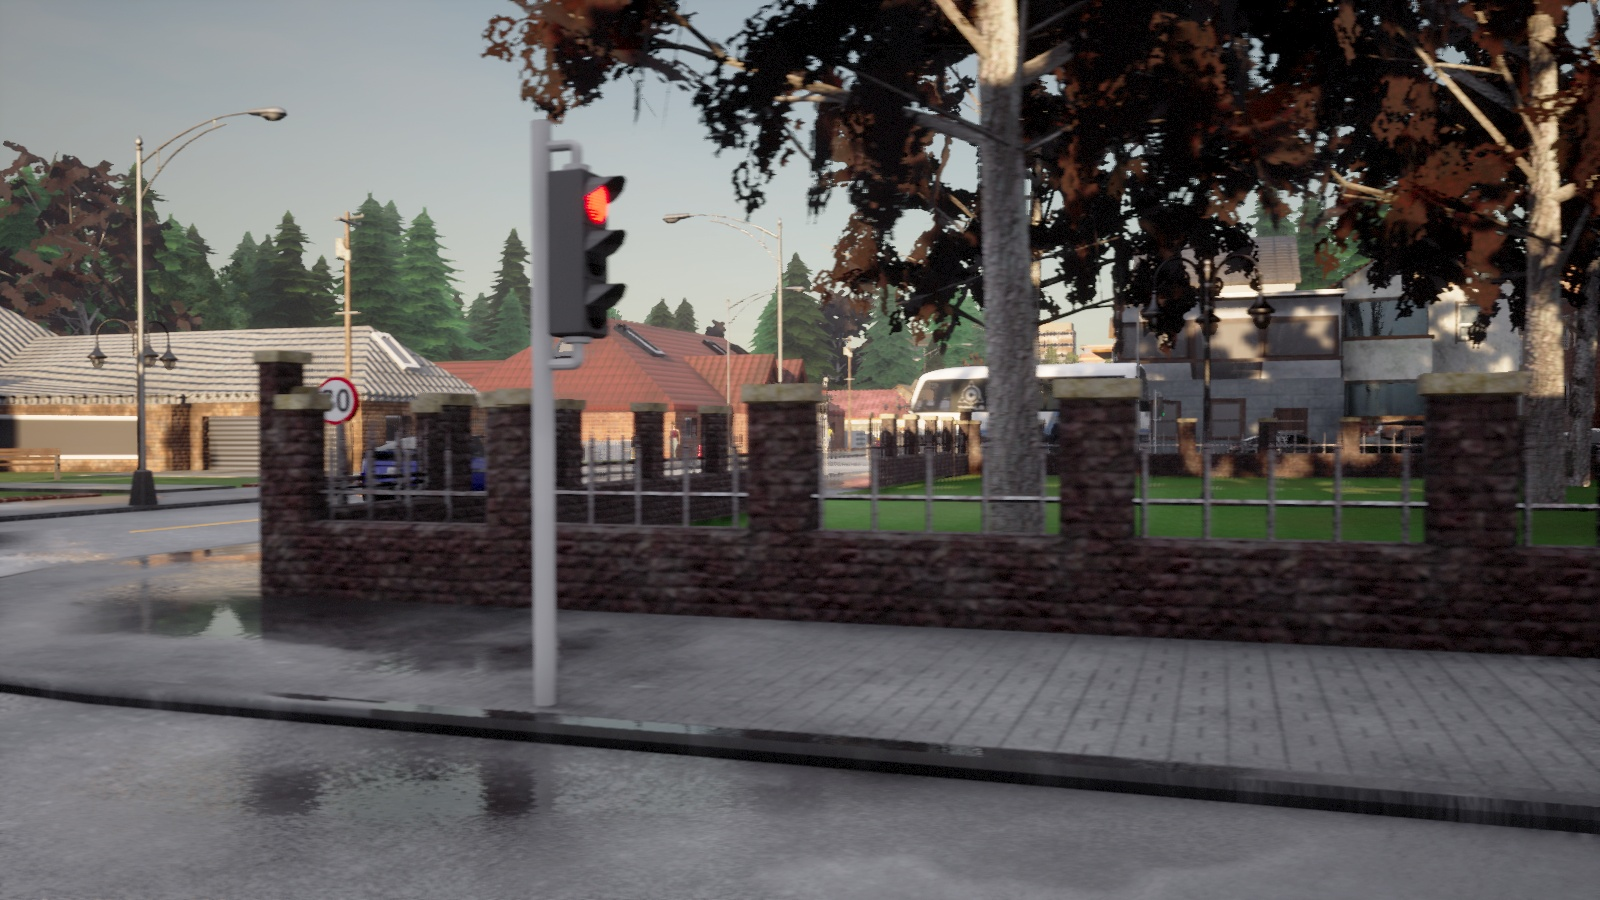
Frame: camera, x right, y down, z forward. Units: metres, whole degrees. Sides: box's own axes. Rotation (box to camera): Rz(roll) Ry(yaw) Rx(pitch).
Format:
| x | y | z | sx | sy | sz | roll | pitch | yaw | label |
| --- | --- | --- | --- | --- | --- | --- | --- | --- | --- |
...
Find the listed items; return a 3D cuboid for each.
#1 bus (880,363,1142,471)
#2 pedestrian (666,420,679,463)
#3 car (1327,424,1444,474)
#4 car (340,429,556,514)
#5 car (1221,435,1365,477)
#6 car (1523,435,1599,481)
| x | y | z | sx | sy | sz | roll | pitch | yaw | label |
| --- | --- | --- | --- | --- | --- | --- | --- | --- | --- |
| 8.930 | -1.371 | 53.396 | 10.273 | 4.253 | 3.944 | 1 | 1 | 25 | bus |
| -5.516 | -0.363 | 54.392 | 0.345 | 1.836 | 0.594 | 1 | 1 | 18 | pedestrian |
| 22.384 | -0.065 | 48.201 | 3.866 | 1.878 | 1.905 | 1 | 1 | 19 | car |
| -6.842 | 0.347 | 24.993 | 2.007 | 1.525 | 4.514 | 1 | 1 | 17 | car |
| 17.745 | 0.192 | 45.426 | 4.674 | 1.442 | 1.812 | 0 | 1 | 15 | car |
| 27.323 | 0.258 | 42.239 | 4.892 | 1.490 | 1.837 | 0 | 1 | 16 | car |
